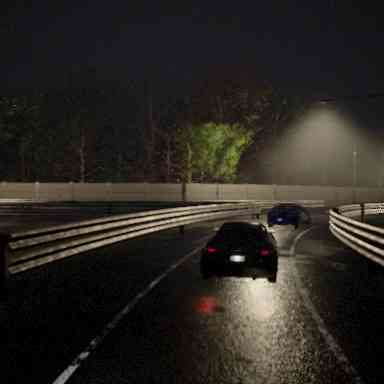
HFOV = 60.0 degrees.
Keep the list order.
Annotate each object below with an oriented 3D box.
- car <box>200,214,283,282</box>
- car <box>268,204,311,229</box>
[{"bbox_3d":[1.526,1.567,9.938,1.994,1.385,4.181,0,0,13],"label":"car"},{"bbox_3d":[6.525,1.508,22.042,1.882,1.535,5.008,0,0,31],"label":"car"}]
